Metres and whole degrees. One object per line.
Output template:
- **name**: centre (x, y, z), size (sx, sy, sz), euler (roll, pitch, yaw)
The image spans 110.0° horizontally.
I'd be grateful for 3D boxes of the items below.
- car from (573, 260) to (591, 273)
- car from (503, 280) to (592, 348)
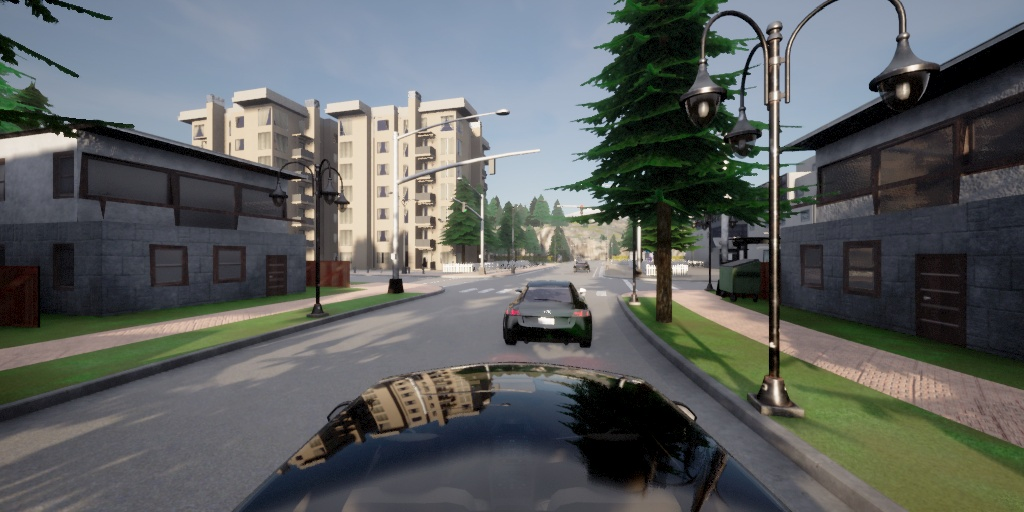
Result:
- **car**: centre (8.753, 1.276, 44.911), size (2.128, 1.511, 4.902), euler (0, 0, 14)
- **car**: centre (0.999, 1.314, 9.370), size (1.994, 1.385, 4.181), euler (0, 0, 8)
